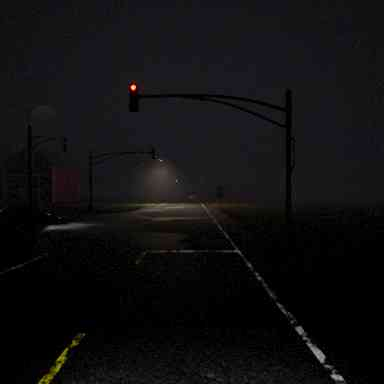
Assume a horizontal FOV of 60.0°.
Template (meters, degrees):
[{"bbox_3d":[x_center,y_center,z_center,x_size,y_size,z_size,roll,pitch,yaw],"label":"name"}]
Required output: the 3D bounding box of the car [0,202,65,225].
[{"bbox_3d":[-11.072,1.447,23.050,4.674,1.442,1.812,0,0,19],"label":"car"}]

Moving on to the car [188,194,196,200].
[{"bbox_3d":[0.067,1.242,86.583,2.097,1.767,4.553,0,0,0],"label":"car"}]
